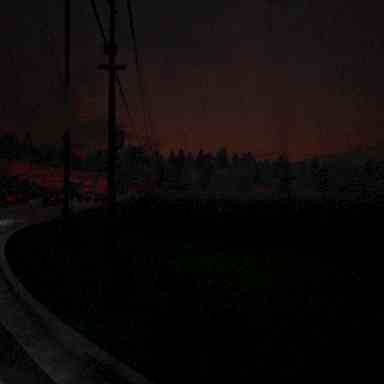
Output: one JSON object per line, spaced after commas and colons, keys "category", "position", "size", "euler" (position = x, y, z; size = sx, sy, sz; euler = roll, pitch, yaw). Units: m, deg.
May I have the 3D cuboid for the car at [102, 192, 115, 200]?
{"category": "car", "position": [-17.659, 0.831, 70.714], "size": [2.097, 1.767, 4.553], "euler": [0, 0, -6]}

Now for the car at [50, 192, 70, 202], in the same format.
{"category": "car", "position": [-23.525, 0.844, 59.465], "size": [2.097, 1.767, 4.553], "euler": [0, 0, -6]}

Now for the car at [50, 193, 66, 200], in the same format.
{"category": "car", "position": [-28.119, 0.952, 69.770], "size": [1.994, 1.385, 4.181], "euler": [0, 0, -6]}

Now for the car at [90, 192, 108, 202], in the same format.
{"category": "car", "position": [-16.364, 1.074, 59.254], "size": [1.812, 1.442, 4.674], "euler": [0, 0, -6]}

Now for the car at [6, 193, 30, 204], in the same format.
{"category": "car", "position": [-25.940, 1.003, 49.836], "size": [1.882, 1.535, 5.008], "euler": [0, 0, -6]}

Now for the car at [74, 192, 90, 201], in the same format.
{"category": "car", "position": [-20.372, 1.096, 63.298], "size": [1.895, 1.301, 4.718], "euler": [0, 0, -5]}

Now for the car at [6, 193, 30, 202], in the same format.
{"category": "car", "position": [-30.455, 0.936, 58.442], "size": [2.128, 1.511, 4.902], "euler": [0, 0, -6]}

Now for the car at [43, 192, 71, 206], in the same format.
{"category": "car", "position": [-18.348, 1.104, 44.520], "size": [2.128, 1.511, 4.902], "euler": [0, 0, -6]}
